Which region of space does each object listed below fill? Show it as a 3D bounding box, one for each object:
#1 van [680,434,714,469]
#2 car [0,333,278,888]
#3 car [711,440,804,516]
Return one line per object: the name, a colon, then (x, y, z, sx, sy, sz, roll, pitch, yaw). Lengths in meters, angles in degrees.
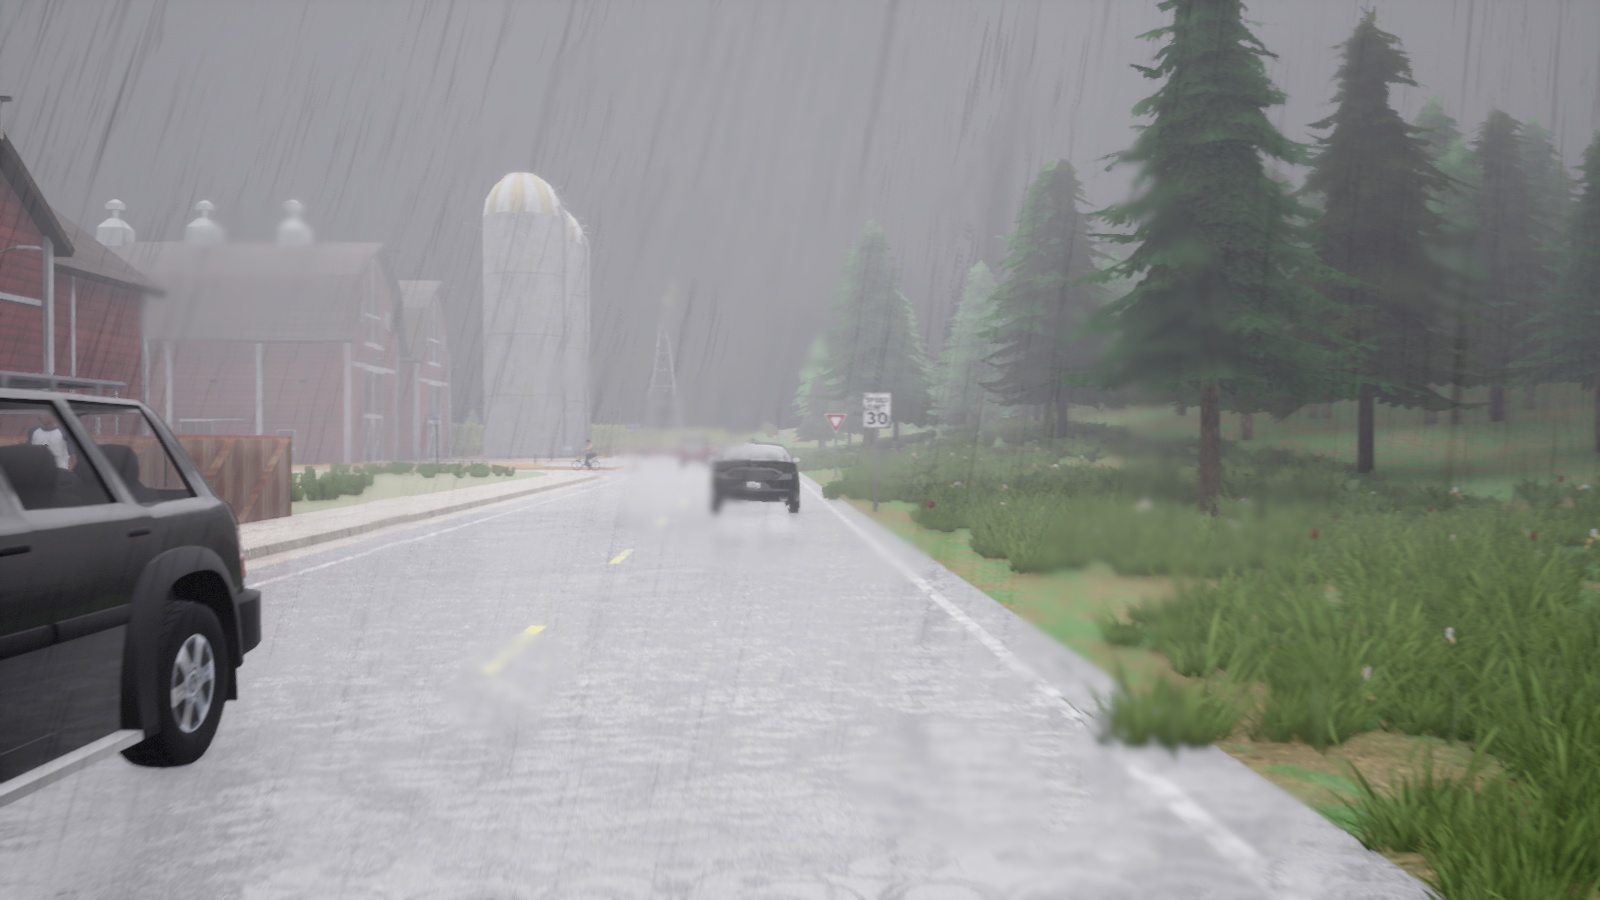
van: (-6.003, 0.047, 73.675, 1.775, 1.987, 4.442, 0, 0, -2)
car: (-3.643, 0.536, 4.287, 1.932, 1.855, 4.605, 0, 0, -2)
car: (-0.949, 0.553, 28.043, 1.882, 1.535, 5.008, 0, 0, -2)
